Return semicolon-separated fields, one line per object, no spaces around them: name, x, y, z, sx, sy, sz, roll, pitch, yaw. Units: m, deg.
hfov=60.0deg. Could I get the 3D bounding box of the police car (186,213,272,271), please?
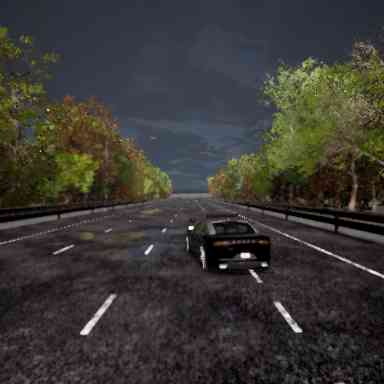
police car;0.993;1.541;11.447;1.930;1.638;5.238;0;-1;-10
